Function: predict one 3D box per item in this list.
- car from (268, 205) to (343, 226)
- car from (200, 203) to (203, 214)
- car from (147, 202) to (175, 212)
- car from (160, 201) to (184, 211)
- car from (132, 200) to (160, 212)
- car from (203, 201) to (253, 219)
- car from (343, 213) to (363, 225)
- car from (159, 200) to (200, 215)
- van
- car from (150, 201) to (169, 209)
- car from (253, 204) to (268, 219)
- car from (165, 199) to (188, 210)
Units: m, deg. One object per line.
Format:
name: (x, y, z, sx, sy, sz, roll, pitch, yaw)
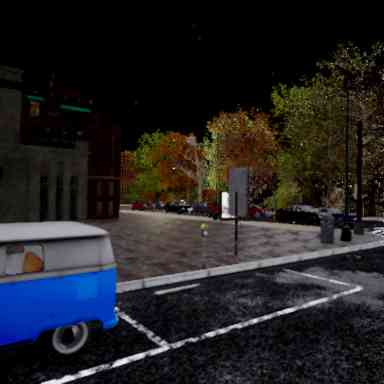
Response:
car: (8.710, 1.799, 26.034, 2.128, 1.511, 4.902, 2, -1, -34)
car: (0.976, 2.123, 43.189, 2.033, 1.411, 5.357, 2, -1, -34)
car: (-4.958, 2.234, 51.971, 2.033, 1.411, 5.357, 2, -1, -34)
car: (-3.350, 2.311, 55.530, 1.812, 1.442, 4.674, 2, -1, -34)
car: (-7.145, 1.955, 49.408, 2.097, 1.767, 4.553, 2, -1, -34)
car: (3.548, 1.756, 33.644, 2.097, 1.767, 4.553, 2, -1, -34)
car: (11.543, 1.982, 27.663, 1.895, 1.301, 4.718, 2, -1, -34)
car: (-1.603, 1.991, 41.211, 2.128, 1.511, 4.902, 2, -1, -34)
van: (-3.003, 1.341, 4.418, 3.998, 1.788, 1.690, 1, 0, -36)
car: (-6.459, 2.492, 65.818, 1.812, 1.442, 4.674, 2, -1, -34)
car: (6.444, 2.001, 35.156, 1.812, 1.442, 4.674, 2, -1, -34)
car: (-2.927, 2.255, 60.711, 2.097, 1.767, 4.553, 2, -1, -34)
